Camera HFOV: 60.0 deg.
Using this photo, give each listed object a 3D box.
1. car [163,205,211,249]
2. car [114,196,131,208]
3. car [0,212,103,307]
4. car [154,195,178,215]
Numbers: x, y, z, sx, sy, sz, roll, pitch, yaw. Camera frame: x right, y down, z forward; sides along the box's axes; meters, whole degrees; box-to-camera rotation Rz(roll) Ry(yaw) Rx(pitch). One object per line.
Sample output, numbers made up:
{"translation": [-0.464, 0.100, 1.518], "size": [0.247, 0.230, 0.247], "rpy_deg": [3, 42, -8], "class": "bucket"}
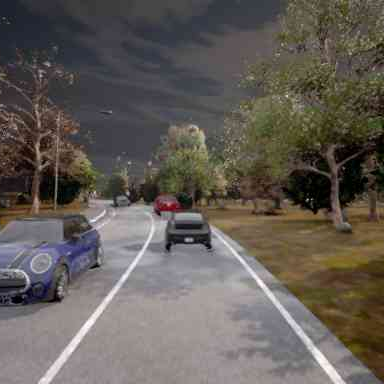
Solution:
{"translation": [-0.220, 1.550, 14.838], "size": [1.837, 1.490, 4.892], "rpy_deg": [0, 0, -3], "class": "car"}
{"translation": [-10.384, 1.365, 49.353], "size": [2.097, 1.767, 4.553], "rpy_deg": [2, 0, -18], "class": "car"}
{"translation": [-3.721, 1.371, 8.242], "size": [2.097, 1.767, 4.553], "rpy_deg": [0, 0, -1], "class": "car"}
{"translation": [-2.759, 1.323, 35.002], "size": [2.150, 2.045, 5.566], "rpy_deg": [1, 0, -11], "class": "car"}
